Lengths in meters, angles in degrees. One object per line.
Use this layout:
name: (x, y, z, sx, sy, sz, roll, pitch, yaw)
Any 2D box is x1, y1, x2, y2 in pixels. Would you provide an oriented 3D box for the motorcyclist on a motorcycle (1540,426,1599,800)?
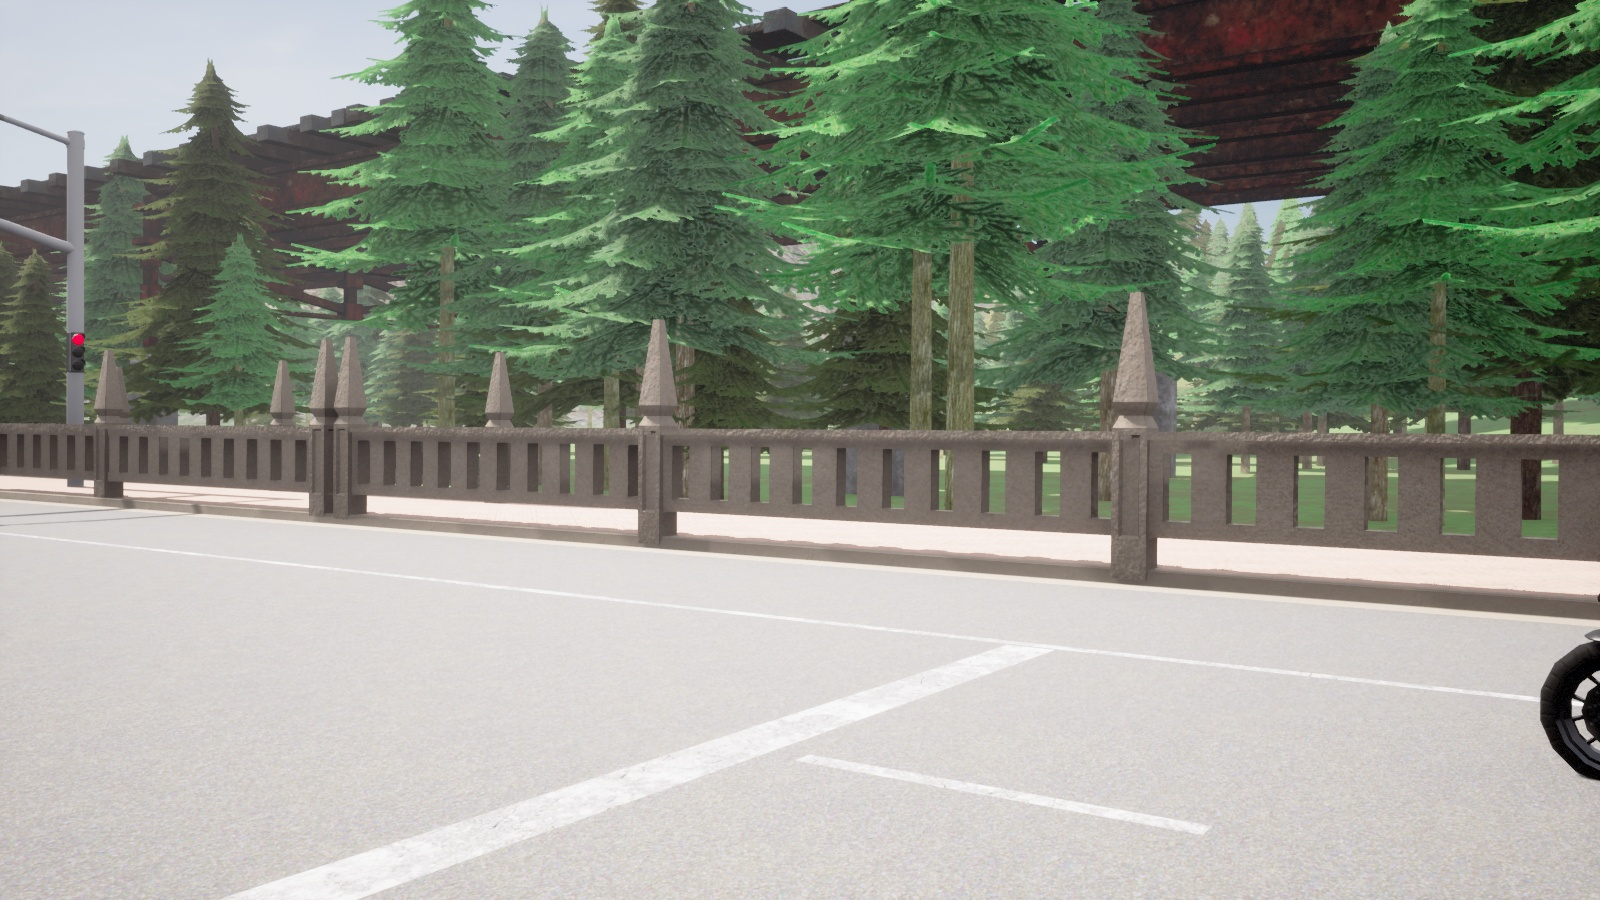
motorcyclist on a motorcycle: (4.247, 0.660, 5.004, 2.191, 1.530, 0.866, 0, 1, 34)
